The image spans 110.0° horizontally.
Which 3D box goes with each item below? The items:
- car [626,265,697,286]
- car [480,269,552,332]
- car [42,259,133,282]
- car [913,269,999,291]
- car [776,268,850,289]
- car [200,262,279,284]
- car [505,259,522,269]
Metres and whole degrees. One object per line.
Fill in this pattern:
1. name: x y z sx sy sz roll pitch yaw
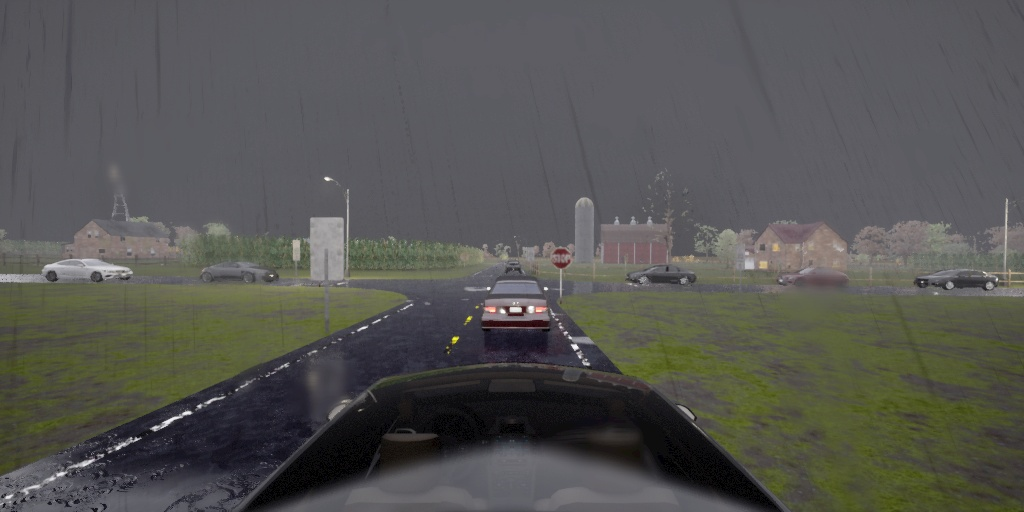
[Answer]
1. car: 11.066 1.422 26.726 4.892 1.490 1.837 1 1 3
2. car: 0.147 1.298 10.851 2.033 1.411 5.357 0 0 1
3. car: -27.837 0.909 23.557 4.674 1.442 1.812 1 1 0
4. car: 32.870 1.719 26.601 4.892 1.490 1.837 1 1 0
5. car: 22.293 1.597 26.594 4.674 1.442 1.812 1 1 0
6. car: -17.792 1.096 23.569 4.181 1.385 1.994 1 1 0
7. car: 0.176 1.280 44.028 1.837 1.490 4.892 0 0 0
